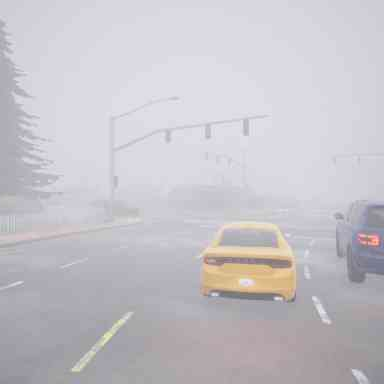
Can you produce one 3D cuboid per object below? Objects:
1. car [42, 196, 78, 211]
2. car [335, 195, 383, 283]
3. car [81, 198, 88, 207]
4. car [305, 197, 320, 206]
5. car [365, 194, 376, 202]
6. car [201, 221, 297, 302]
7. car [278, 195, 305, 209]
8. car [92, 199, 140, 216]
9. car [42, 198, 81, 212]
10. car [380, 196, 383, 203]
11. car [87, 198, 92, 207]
[{"bbox_3d":[-17.048,1.407,42.941,4.553,1.767,2.097,0,0,32],"label":"car"},{"bbox_3d":[5.453,1.221,9.459,2.150,2.045,5.566,0,0,19],"label":"car"},{"bbox_3d":[-17.099,1.581,51.439,4.674,1.442,1.812,0,0,32],"label":"car"},{"bbox_3d":[20.277,1.526,56.469,1.812,1.442,4.674,0,0,32],"label":"car"},{"bbox_3d":[42.809,1.355,79.739,2.097,1.767,4.553,0,0,31],"label":"car"},{"bbox_3d":[1.490,1.478,8.426,1.882,1.535,5.008,0,0,12],"label":"car"},{"bbox_3d":[13.332,1.547,45.166,2.033,1.411,5.357,0,0,31],"label":"car"},{"bbox_3d":[-7.255,1.560,32.715,4.892,1.490,1.837,0,0,34],"label":"car"},{"bbox_3d":[-15.106,1.581,37.607,4.674,1.442,1.812,0,0,32],"label":"car"},{"bbox_3d":[40.485,1.540,69.234,2.033,1.411,5.357,0,0,31],"label":"car"},{"bbox_3d":[-9.322,1.561,38.132,4.892,1.490,1.837,0,0,32],"label":"car"}]
